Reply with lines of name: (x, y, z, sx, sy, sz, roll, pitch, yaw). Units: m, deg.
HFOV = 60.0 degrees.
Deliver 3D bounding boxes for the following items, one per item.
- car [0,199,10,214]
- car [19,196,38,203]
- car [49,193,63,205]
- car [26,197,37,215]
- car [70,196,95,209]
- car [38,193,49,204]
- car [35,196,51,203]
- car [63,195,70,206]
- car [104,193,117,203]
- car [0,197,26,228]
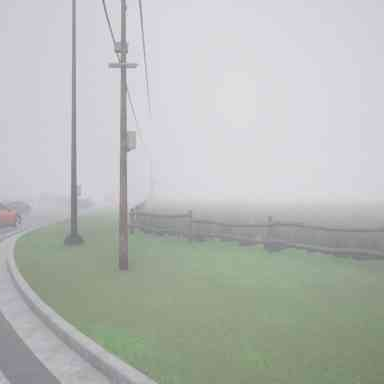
car: (-20.231, 1.476, 33.108, 1.882, 1.535, 5.008, 0, 0, -6)
car: (-29.942, 1.489, 59.366, 2.128, 1.511, 4.902, 0, 0, -6)
car: (-22.787, 1.349, 58.207, 2.097, 1.767, 4.553, 0, 0, -6)
car: (-16.473, 1.505, 30.745, 1.837, 1.490, 4.892, 0, 0, -6)
car: (-14.389, 1.489, 44.841, 2.128, 1.511, 4.902, 0, 0, -6)
car: (-26.651, 1.220, 61.626, 2.150, 2.045, 5.566, 0, 0, -6)
car: (-31.081, 1.521, 69.573, 1.812, 1.442, 4.674, 0, 0, -6)
car: (-18.856, 1.350, 54.148, 2.097, 1.767, 4.553, 0, 0, -6)
car: (-16.974, 1.222, 69.280, 2.150, 2.045, 5.566, 0, 0, -6)
car: (-11.794, 1.351, 19.361, 2.097, 1.767, 4.553, 0, 0, -6)
